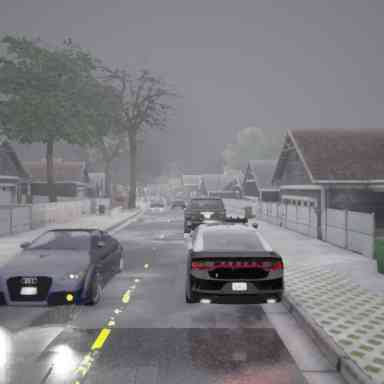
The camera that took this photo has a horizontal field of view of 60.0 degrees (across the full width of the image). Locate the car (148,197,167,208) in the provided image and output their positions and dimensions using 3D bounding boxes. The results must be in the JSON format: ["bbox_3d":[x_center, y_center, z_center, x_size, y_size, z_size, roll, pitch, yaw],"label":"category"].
[{"bbox_3d":[-5.353,1.766,51.255,1.994,1.385,4.181,0,-1,-6],"label":"car"}]

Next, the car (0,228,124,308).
[{"bbox_3d":[-2.901,1.567,7.885,1.994,1.385,4.181,0,0,0],"label":"car"}]

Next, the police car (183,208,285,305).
[{"bbox_3d":[0.807,1.430,8.315,1.930,1.638,5.238,0,0,0],"label":"police car"}]

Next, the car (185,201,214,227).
[{"bbox_3d":[0.417,1.494,24.476,1.801,1.575,5.366,0,0,-2],"label":"car"}]

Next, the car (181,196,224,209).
[{"bbox_3d":[0.641,1.250,18.288,2.150,2.045,5.566,0,0,-2],"label":"car"}]

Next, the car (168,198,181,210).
[{"bbox_3d":[-2.003,1.662,46.832,1.837,1.490,4.892,0,0,-5],"label":"car"}]
